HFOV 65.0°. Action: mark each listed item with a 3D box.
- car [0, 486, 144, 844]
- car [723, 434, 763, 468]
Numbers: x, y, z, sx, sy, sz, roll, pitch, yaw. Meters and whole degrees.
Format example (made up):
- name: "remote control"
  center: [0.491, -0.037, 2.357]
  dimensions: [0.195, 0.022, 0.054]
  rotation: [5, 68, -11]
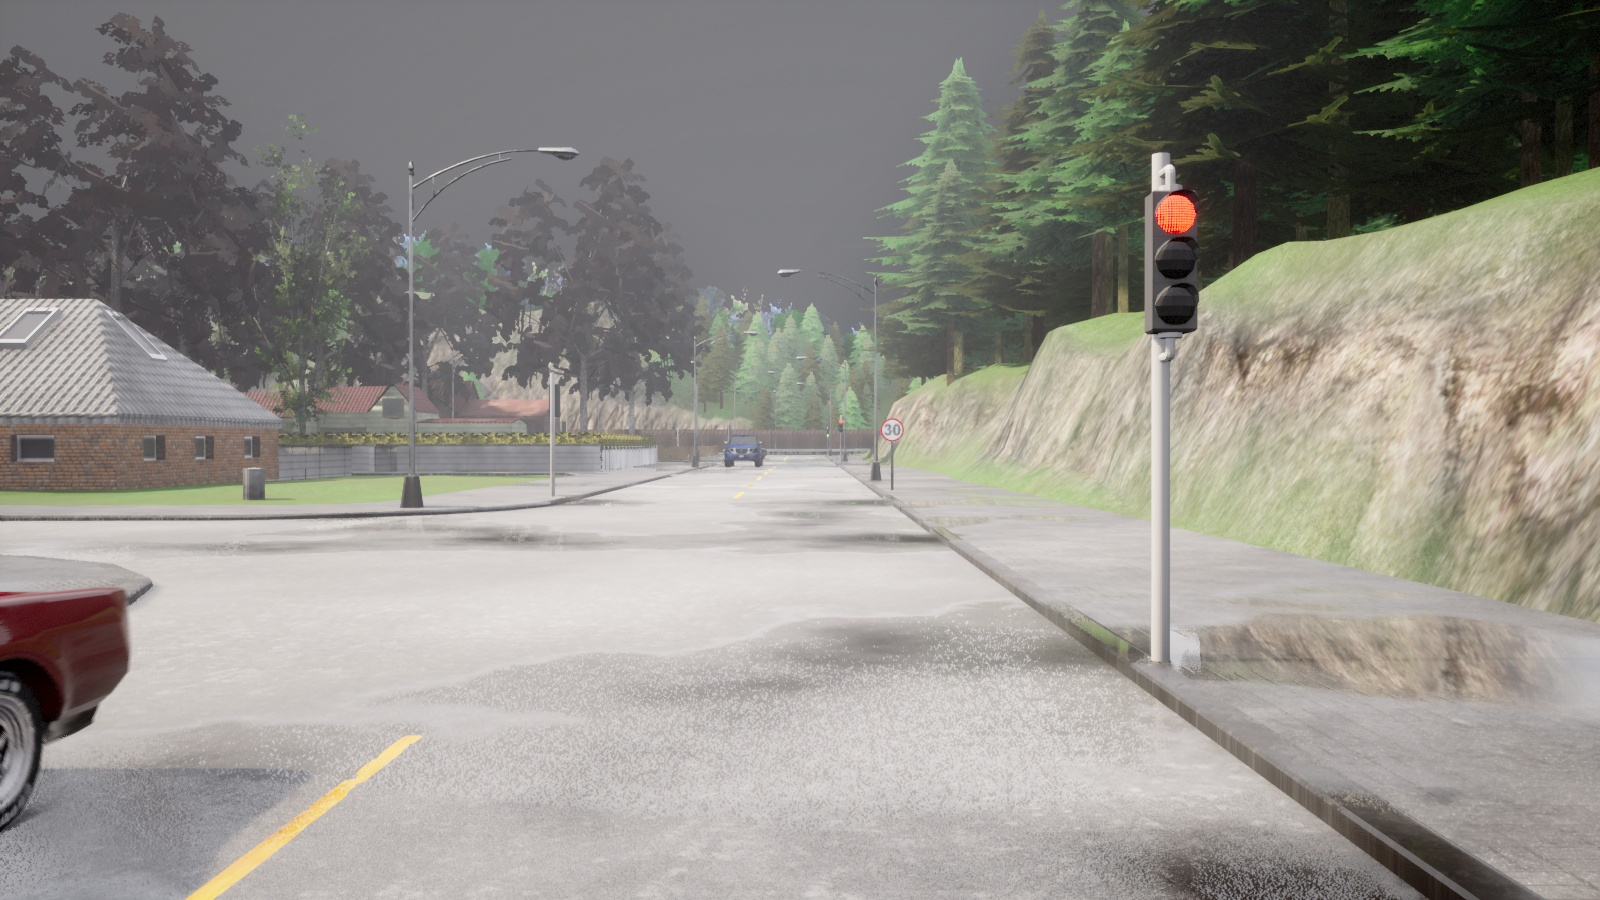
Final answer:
- name: "car"
  center: [-3.944, 0.825, 3.328]
  dimensions: [1.895, 1.301, 4.718]
  rotation: [0, 0, 1]
- name: "car"
  center: [-3.494, 0.019, 78.525]
  dimensions: [2.150, 2.045, 5.566]
  rotation: [0, 0, 1]
